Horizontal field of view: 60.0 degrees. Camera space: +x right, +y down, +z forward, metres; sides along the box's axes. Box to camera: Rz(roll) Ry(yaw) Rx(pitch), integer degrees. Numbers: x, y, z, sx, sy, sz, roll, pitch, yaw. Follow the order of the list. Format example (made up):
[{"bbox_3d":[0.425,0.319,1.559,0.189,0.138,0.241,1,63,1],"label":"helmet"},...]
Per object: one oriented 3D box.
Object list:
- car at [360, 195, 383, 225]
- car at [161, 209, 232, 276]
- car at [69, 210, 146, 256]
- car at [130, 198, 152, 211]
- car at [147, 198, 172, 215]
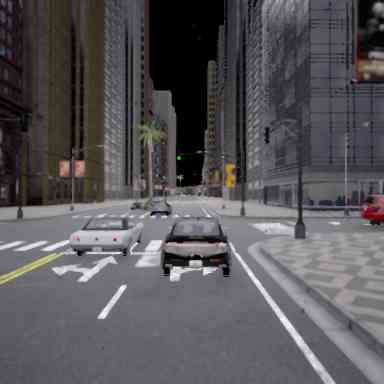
[{"bbox_3d":[13.968,1.197,21.594,5.566,2.045,2.150,0,0,3],"label":"car"},{"bbox_3d":[0.195,1.507,10.413,2.128,1.511,4.902,0,0,3],"label":"car"},{"bbox_3d":[-3.152,1.622,13.284,1.895,1.301,4.718,0,0,0],"label":"car"},{"bbox_3d":[-6.594,1.715,42.581,1.994,1.385,4.181,0,0,0],"label":"car"},{"bbox_3d":[-3.155,1.678,34.850,1.994,1.385,4.181,0,0,0],"label":"car"}]
